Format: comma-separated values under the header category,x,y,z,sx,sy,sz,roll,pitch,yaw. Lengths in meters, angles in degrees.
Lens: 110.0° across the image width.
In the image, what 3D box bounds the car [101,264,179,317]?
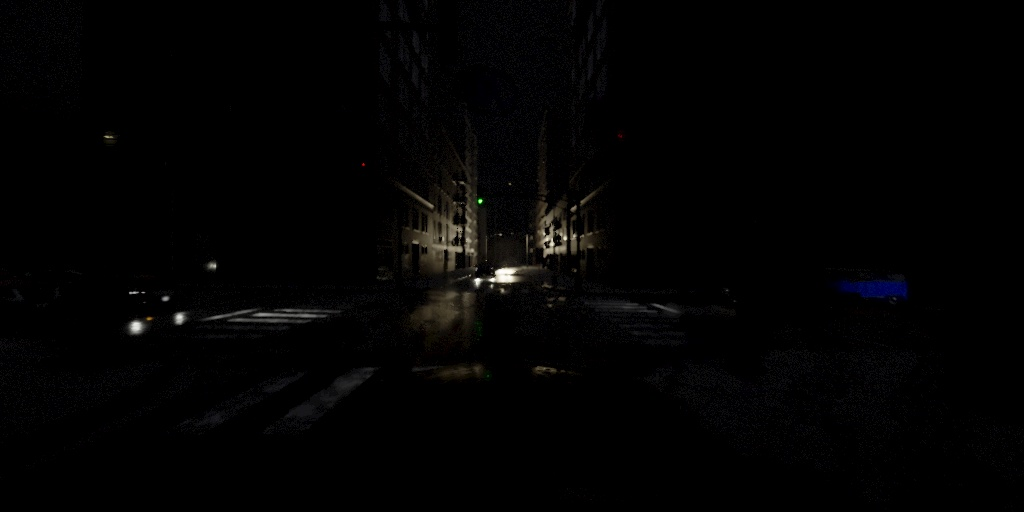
category,x,y,z,sx,sy,sz,roll,pitch,yaw
car,-14.236,1.153,12.214,4.902,1.511,2.128,1,0,0

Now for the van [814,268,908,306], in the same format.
category,x,y,z,sx,sy,sz,roll,pitch,yaw
van,17.414,1.518,18.156,3.998,1.789,1.690,0,0,0

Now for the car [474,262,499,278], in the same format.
category,x,y,z,sx,sy,sz,roll,pitch,yaw
car,-2.909,1.409,39.512,2.097,1.767,4.553,0,-1,0

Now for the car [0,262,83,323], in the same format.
category,x,y,z,sx,sy,sz,roll,pitch,yaw
car,-14.943,0.957,9.458,5.009,1.841,2.192,0,0,0

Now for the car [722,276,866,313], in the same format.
category,x,y,z,sx,sy,sz,roll,pitch,yaw
car,11.916,1.682,15.560,4.718,1.301,1.895,1,0,2
